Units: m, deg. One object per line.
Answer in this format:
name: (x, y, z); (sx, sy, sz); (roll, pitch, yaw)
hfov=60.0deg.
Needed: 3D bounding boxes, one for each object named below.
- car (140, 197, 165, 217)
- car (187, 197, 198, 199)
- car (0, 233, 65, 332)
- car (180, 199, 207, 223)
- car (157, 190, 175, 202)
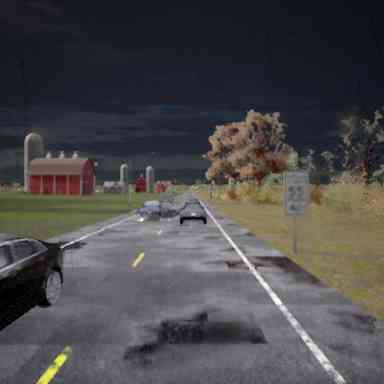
car: (-3.606, 1.463, 30.611); (1.812, 1.442, 4.674); (0, 0, 0)
car: (0.084, 1.398, 45.578); (2.128, 1.511, 4.902); (0, 0, 0)
car: (-3.602, 1.480, 5.127); (2.128, 1.511, 4.902); (0, 0, 0)
car: (0.090, 1.513, 25.158); (1.994, 1.385, 4.181); (0, 0, 0)
car: (-3.518, 0.744, 46.307); (2.150, 2.045, 5.566); (0, 0, 0)
